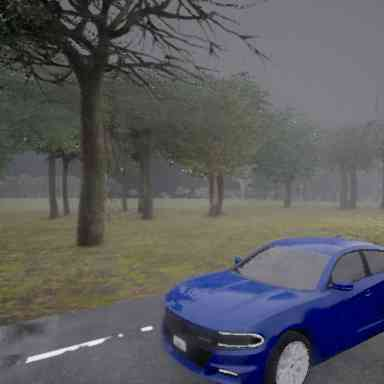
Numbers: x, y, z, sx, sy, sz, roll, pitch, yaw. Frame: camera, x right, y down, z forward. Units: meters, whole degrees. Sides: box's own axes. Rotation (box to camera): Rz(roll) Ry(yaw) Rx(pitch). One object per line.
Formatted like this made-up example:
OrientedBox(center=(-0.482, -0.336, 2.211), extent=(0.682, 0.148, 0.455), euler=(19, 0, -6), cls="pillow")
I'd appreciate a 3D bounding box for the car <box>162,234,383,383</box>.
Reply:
OrientedBox(center=(1.892, 1.504, 5.333), extent=(5.008, 1.535, 1.882), euler=(0, 0, -35), cls="car")
